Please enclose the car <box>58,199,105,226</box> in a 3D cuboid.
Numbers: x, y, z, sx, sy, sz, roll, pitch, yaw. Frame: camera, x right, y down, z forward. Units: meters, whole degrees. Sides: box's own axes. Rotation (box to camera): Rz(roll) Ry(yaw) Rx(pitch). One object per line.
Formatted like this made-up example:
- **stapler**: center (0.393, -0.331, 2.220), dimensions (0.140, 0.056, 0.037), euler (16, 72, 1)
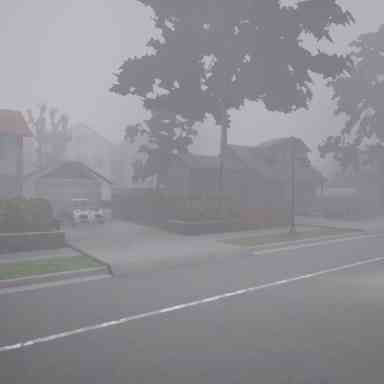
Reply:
- **car**: center (-6.634, 1.168, 19.898), dimensions (1.970, 1.475, 3.806), euler (0, 0, -35)
